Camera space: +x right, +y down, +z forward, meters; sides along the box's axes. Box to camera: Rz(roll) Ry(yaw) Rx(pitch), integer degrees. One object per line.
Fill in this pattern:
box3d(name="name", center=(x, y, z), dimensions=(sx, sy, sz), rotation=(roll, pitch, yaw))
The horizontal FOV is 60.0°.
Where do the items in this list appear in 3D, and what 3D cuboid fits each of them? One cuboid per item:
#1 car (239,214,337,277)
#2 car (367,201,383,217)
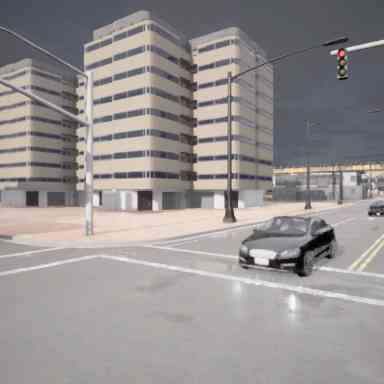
box3d(name="car", center=(3.180, 1.499, 10.477), dimensions=(2.128, 1.511, 4.902), rotation=(0, 0, 35))
box3d(name="car", center=(17.697, 1.545, 30.985), dimensions=(2.033, 1.411, 5.357), rotation=(0, 0, 35))
